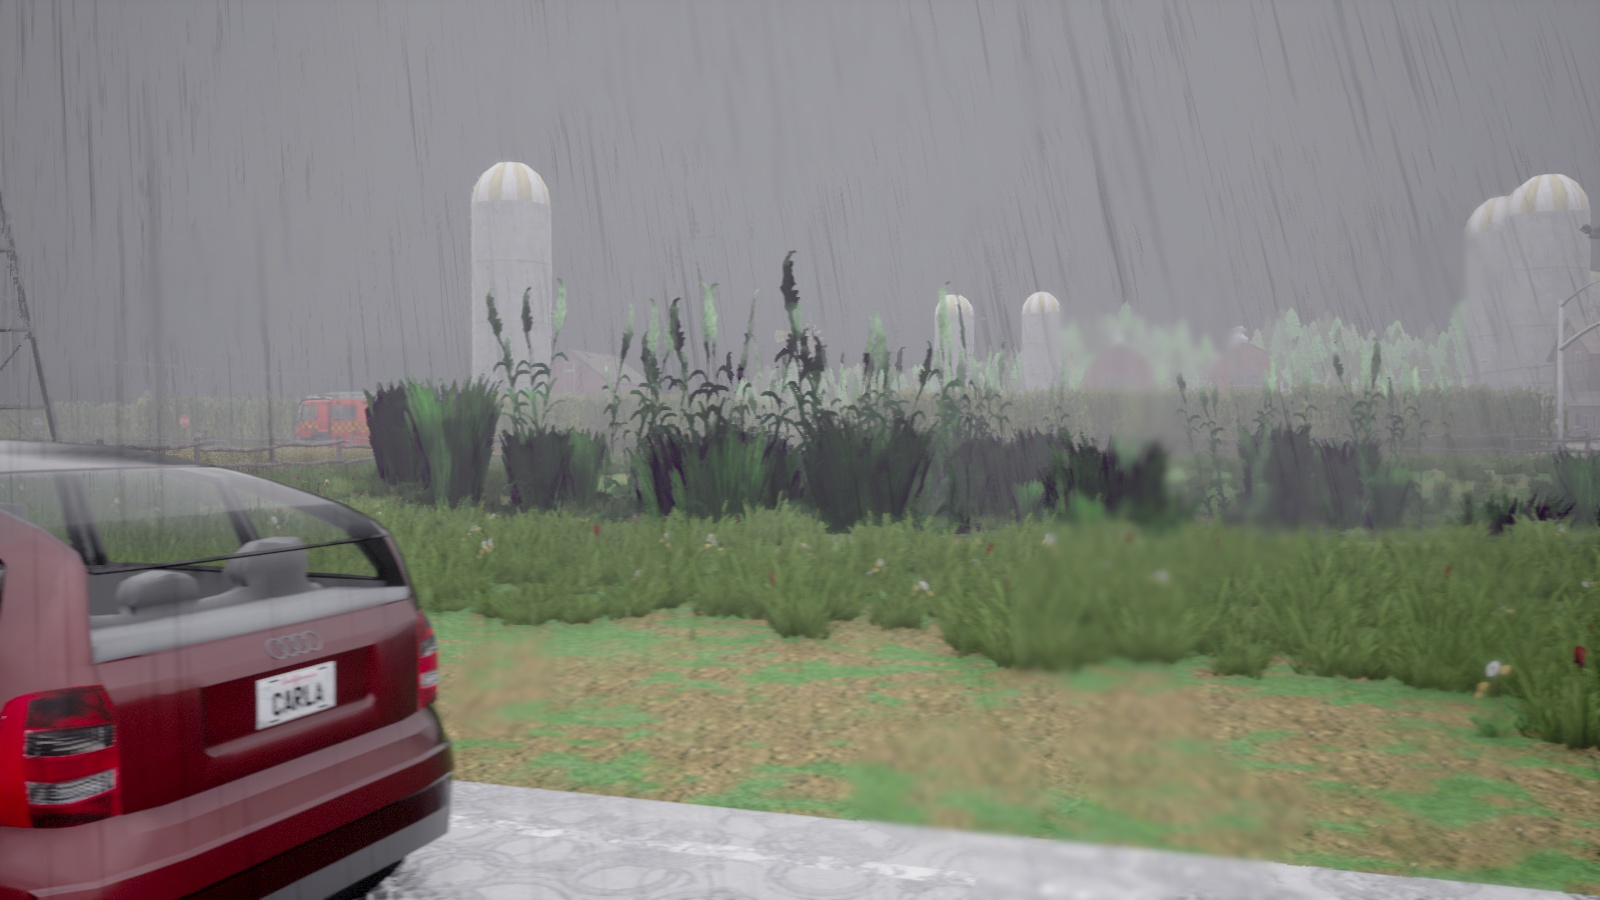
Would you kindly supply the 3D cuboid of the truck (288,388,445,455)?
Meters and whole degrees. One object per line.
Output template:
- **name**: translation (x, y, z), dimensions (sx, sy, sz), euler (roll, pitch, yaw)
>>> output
- **truck**: translation (-25.535, -1.699, 74.063), dimensions (8.468, 3.827, 2.891), euler (1, 1, 13)

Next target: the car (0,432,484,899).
- **car**: translation (-3.094, 0.723, 3.918), dimensions (3.705, 1.549, 1.789), euler (1, 1, 19)
